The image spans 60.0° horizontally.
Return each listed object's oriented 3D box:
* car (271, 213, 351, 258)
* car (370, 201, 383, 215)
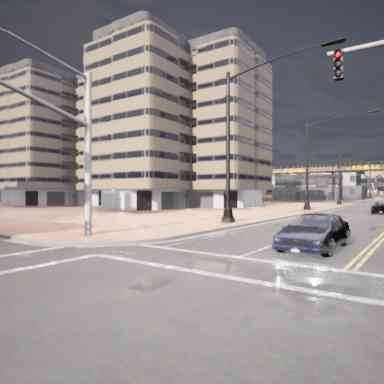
[{"bbox_3d":[4.942,1.549,13.168,2.033,1.411,5.357,0,0,35],"label":"car"},{"bbox_3d":[19.083,1.595,33.158,1.895,1.301,4.718,0,0,35],"label":"car"}]
